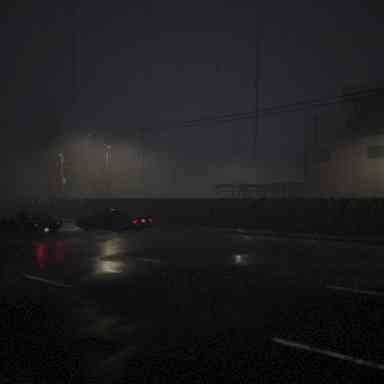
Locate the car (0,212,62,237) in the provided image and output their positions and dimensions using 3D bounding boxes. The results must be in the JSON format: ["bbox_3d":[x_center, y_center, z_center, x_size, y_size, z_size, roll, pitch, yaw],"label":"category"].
[{"bbox_3d":[-9.797,1.808,19.560,4.718,1.301,1.895,-1,0,35],"label":"car"}]

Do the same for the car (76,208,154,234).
[{"bbox_3d":[-4.794,1.715,20.295,5.357,1.411,2.033,-1,0,35],"label":"car"}]
